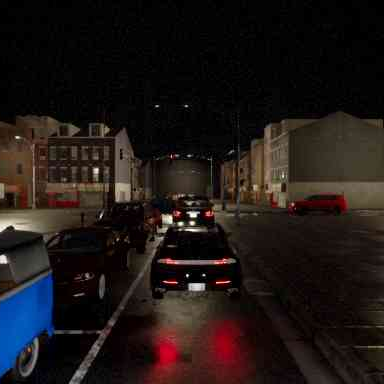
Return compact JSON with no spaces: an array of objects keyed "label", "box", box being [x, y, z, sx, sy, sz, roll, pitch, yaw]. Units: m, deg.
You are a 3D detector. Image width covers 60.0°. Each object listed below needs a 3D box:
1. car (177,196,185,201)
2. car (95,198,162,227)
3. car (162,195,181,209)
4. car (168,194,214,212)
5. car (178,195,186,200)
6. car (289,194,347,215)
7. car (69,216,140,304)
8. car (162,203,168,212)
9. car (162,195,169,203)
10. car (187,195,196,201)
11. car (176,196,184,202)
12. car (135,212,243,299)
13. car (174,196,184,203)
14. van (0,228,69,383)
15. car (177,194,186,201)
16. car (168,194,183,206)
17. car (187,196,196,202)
[{"label":"car","box":[-2.771,1.640,83.469,1.947,1.339,4.313,0,0,0]},{"label":"car","box":[-2.665,1.315,13.637,2.192,1.841,5.009,0,0,0]},{"label":"car","box":[-2.714,1.333,45.481,2.192,1.841,5.009,0,0,0]},{"label":"car","box":[0.072,1.223,18.593,2.150,2.045,5.566,0,0,0]},{"label":"car","box":[-2.789,1.536,94.323,1.967,1.590,4.097,0,0,0]},{"label":"car","box":[12.789,1.238,33.864,5.566,2.045,2.150,0,0,0]},{"label":"car","box":[-2.655,1.544,8.203,1.887,1.381,4.507,0,0,0]},{"label":"car","box":[-2.672,1.546,19.071,1.887,1.381,4.507,0,0,0]},{"label":"car","box":[-2.045,1.358,30.924,4.553,1.767,2.097,0,0,0]},{"label":"car","box":[-0.132,1.437,86.201,2.128,1.511,4.902,0,0,0]},{"label":"car","box":[-2.763,1.589,77.872,1.752,1.417,4.829,0,0,0]},{"label":"car","box":[0.086,1.491,8.400,2.128,1.511,4.902,0,0,0]},{"label":"car","box":[-2.755,1.605,72.615,2.008,1.369,4.403,0,0,0]},{"label":"van","box":[-2.648,1.341,2.769,1.690,1.788,3.998,0,0,0]},{"label":"car","box":[-2.782,1.400,88.896,2.192,1.841,5.009,0,0,0]},{"label":"car","box":[-2.731,1.345,56.335,2.192,1.841,5.009,0,0,0]},{"label":"car","box":[-0.117,1.649,76.229,1.895,1.301,4.718,0,0,0]}]
